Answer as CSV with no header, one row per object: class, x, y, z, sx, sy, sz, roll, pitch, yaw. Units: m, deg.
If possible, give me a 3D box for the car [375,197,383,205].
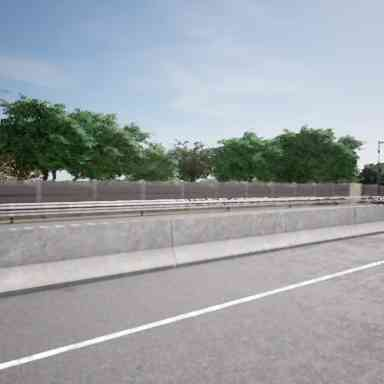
car,26.545,1.258,44.424,5.357,1.411,2.033,0,0,-35
